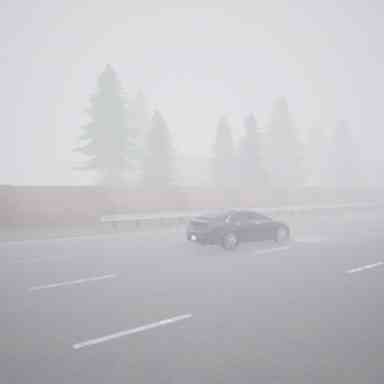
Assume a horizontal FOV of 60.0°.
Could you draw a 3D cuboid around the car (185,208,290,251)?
[{"bbox_3d":[2.027,1.434,13.799,4.892,1.490,1.837,-1,0,-36],"label":"car"}]
